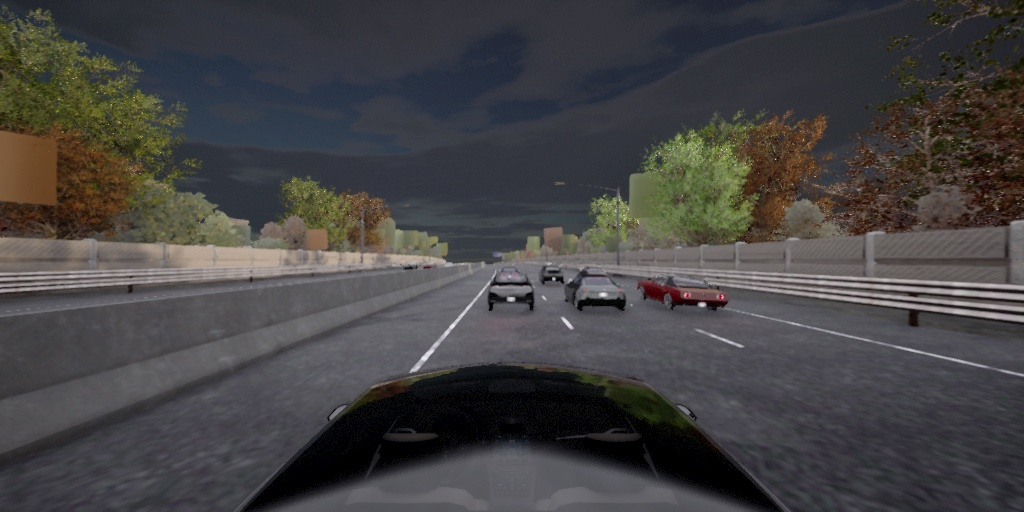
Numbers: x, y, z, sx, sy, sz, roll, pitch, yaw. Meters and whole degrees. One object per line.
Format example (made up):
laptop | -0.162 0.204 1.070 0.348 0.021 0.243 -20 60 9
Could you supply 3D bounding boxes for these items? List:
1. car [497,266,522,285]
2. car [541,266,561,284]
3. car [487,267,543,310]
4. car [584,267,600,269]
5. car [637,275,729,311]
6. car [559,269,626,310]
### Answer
car | -0.215 1.624 30.627 1.994 1.385 4.181 0 -1 -1
car | 3.283 1.568 30.642 1.837 1.490 4.892 0 0 -1
car | -0.034 1.391 15.553 2.128 1.511 4.902 0 0 0
car | 6.787 1.627 30.670 1.994 1.385 4.181 0 -1 -1
car | 6.986 1.474 15.351 1.895 1.301 4.718 3 1 0
car | 3.466 1.464 15.632 1.994 1.385 4.181 0 -1 0
